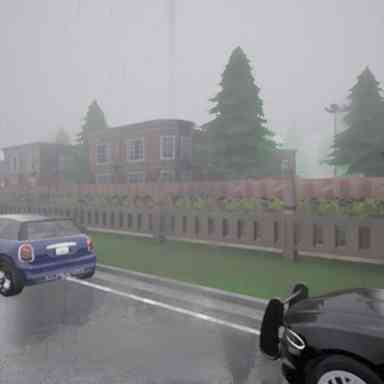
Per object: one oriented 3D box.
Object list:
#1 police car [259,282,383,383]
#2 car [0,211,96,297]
[{"bbox_3d":[3.146,1.425,2.793,5.238,1.638,1.930,0,0,38],"label":"police car"},{"bbox_3d":[-4.617,1.351,8.871,4.553,1.767,2.097,0,0,38],"label":"car"}]
